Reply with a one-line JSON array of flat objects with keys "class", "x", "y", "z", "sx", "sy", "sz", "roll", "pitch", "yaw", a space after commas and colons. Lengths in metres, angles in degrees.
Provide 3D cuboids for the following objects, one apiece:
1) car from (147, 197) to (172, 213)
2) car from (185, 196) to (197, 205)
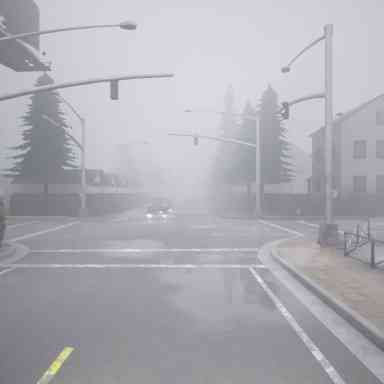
[{"class": "car", "x": -3.686, "y": 1.352, "z": 36.990, "sx": 2.097, "sy": 1.767, "sz": 4.553, "roll": 0, "pitch": 0, "yaw": 0}, {"class": "car", "x": -0.140, "y": 1.491, "z": 59.194, "sx": 2.128, "sy": 1.511, "sz": 4.902, "roll": 0, "pitch": 0, "yaw": 0}]
